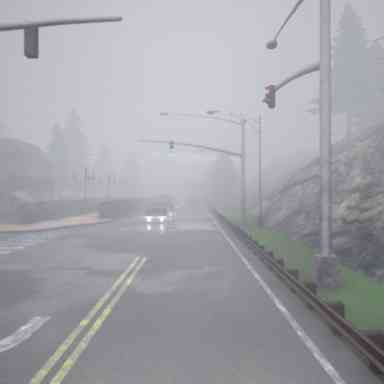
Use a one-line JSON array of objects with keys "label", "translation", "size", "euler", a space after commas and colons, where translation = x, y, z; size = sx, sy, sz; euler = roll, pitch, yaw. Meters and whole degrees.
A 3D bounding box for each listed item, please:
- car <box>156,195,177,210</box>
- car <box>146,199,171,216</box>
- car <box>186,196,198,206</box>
[{"label": "car", "translation": [-3.531, 1.369, 44.673], "size": [2.150, 2.045, 5.566], "euler": [0, 0, 0]}, {"label": "car", "translation": [-3.558, 1.676, 34.024], "size": [1.994, 1.385, 4.181], "euler": [0, 0, -1]}, {"label": "car", "translation": [0.075, 1.549, 59.872], "size": [2.097, 1.767, 4.553], "euler": [0, 0, 0]}]
